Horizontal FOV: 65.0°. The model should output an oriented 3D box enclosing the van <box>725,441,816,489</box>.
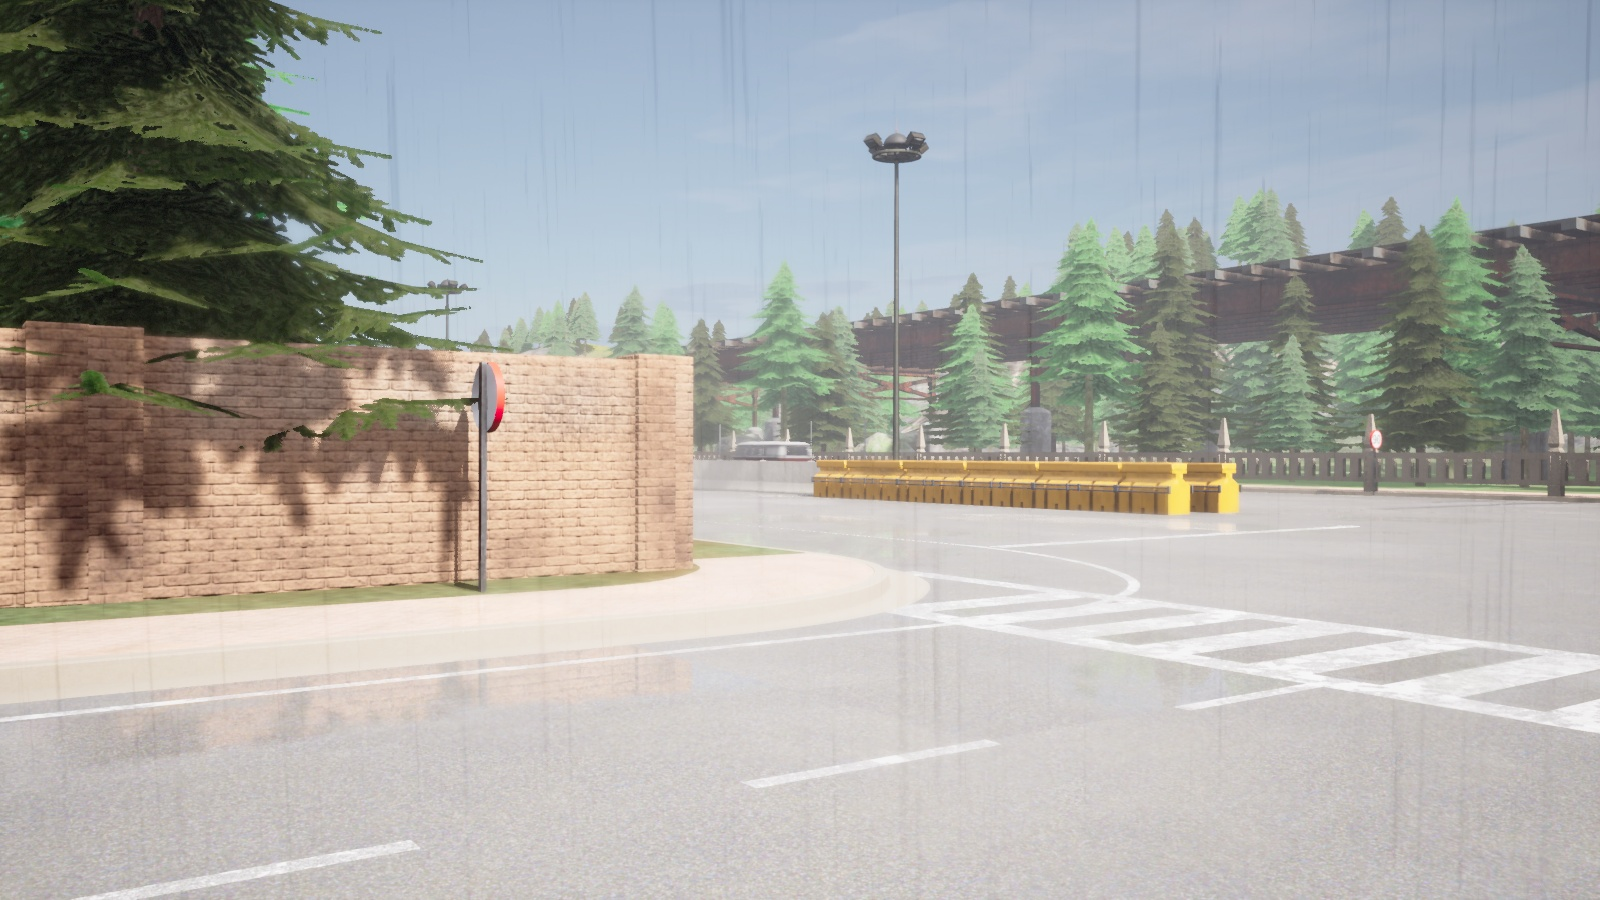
[{"bbox_3d":[-1.328,0.633,53.968,1.775,1.987,4.442,0,0,-35],"label":"van"}]
